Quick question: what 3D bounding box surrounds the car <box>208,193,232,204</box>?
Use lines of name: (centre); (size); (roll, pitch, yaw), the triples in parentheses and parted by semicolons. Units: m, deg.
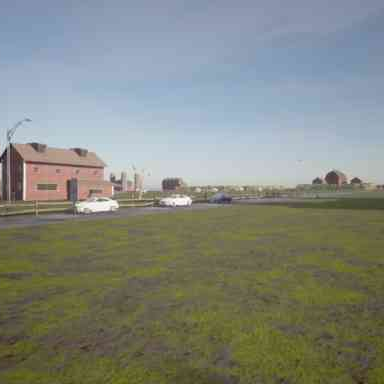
car: (4.179, 0.874, 48.144); (1.812, 1.442, 4.674); (1, 1, 36)

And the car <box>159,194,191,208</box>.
car: (-1.904, 1.030, 39.800); (1.812, 1.442, 4.674); (1, 1, 36)

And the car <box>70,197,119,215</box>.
car: (-8.805, 1.205, 30.270); (1.812, 1.442, 4.674); (1, 1, 36)
